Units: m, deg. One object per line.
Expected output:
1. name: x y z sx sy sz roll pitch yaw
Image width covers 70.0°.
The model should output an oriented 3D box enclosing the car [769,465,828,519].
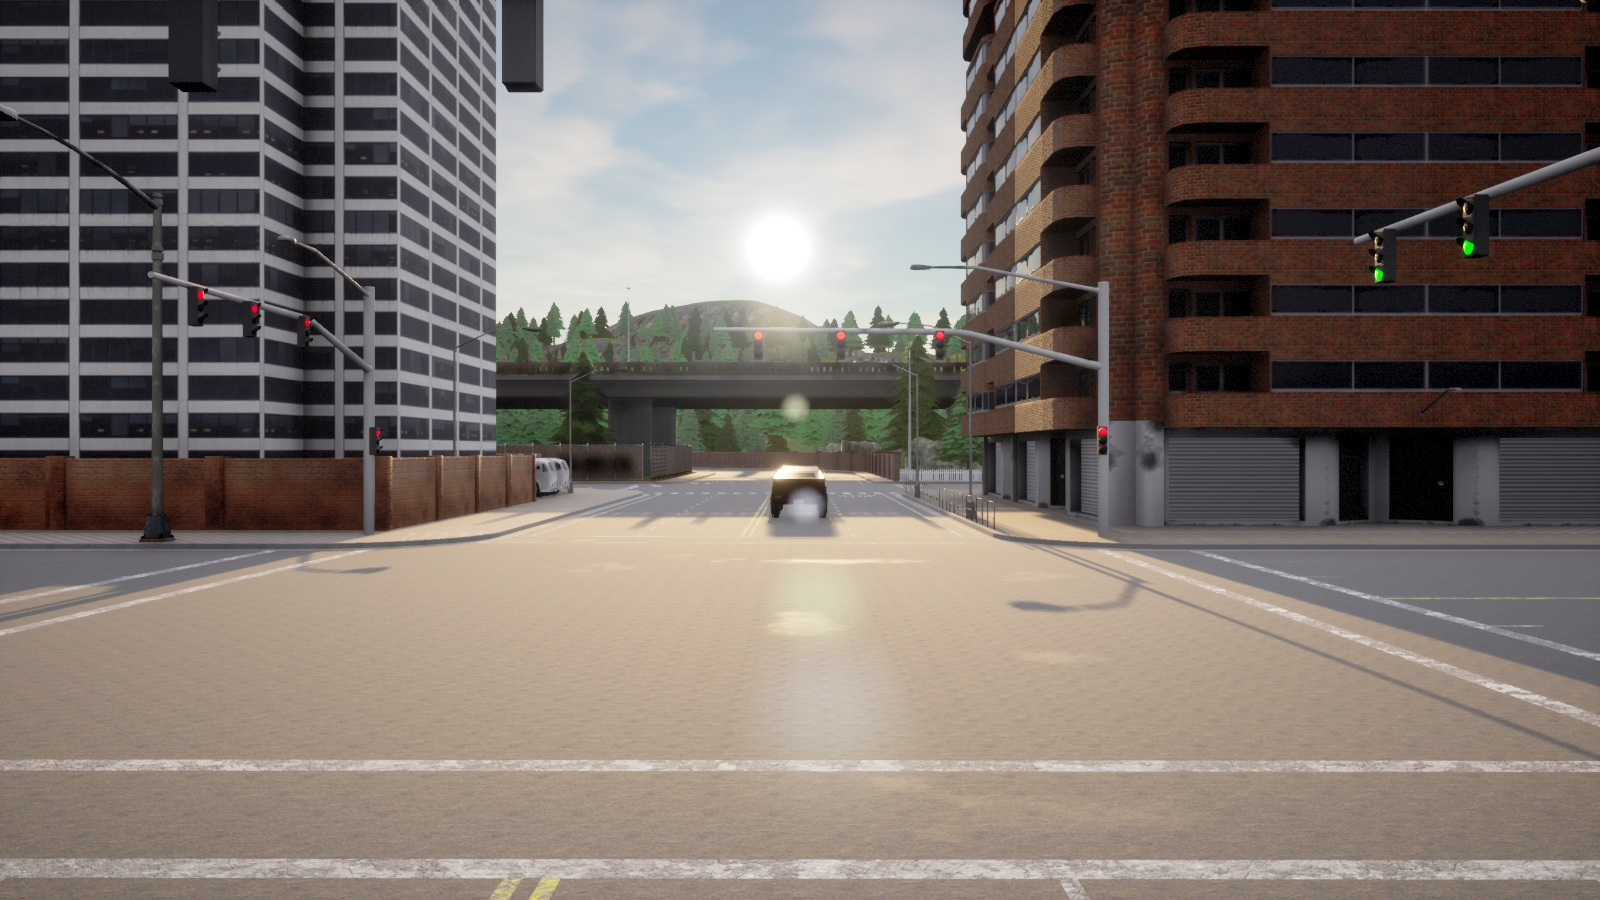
1. car: -0.024 1.751 49.339 2.390 2.098 6.274 0 0 0
